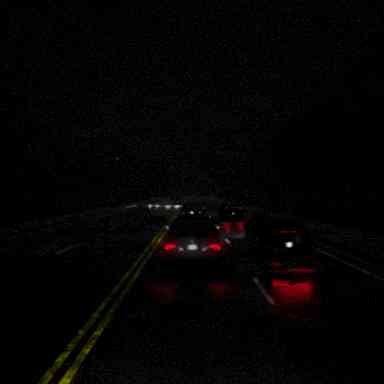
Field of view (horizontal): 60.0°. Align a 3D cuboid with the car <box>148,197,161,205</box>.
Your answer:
[{"bbox_3d":[-6.565,1.550,59.059,2.033,1.411,5.357,0,0,1],"label":"car"}]

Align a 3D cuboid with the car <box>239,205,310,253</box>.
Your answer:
[{"bbox_3d":[3.291,1.494,13.598,1.837,1.490,4.892,0,0,0],"label":"car"}]

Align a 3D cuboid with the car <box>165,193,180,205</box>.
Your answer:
[{"bbox_3d":[-3.331,1.222,57.914,2.150,2.045,5.566,0,0,0],"label":"car"}]

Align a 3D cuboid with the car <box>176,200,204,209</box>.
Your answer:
[{"bbox_3d":[0.014,1.533,26.408,2.033,1.411,5.357,0,0,0],"label":"car"}]

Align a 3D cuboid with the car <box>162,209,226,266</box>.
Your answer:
[{"bbox_3d":[0.022,1.537,11.449,2.033,1.411,5.357,0,0,0],"label":"car"}]

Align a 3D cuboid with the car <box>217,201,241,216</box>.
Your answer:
[{"bbox_3d":[3.286,1.478,28.595,2.128,1.511,4.902,0,0,0],"label":"car"}]
